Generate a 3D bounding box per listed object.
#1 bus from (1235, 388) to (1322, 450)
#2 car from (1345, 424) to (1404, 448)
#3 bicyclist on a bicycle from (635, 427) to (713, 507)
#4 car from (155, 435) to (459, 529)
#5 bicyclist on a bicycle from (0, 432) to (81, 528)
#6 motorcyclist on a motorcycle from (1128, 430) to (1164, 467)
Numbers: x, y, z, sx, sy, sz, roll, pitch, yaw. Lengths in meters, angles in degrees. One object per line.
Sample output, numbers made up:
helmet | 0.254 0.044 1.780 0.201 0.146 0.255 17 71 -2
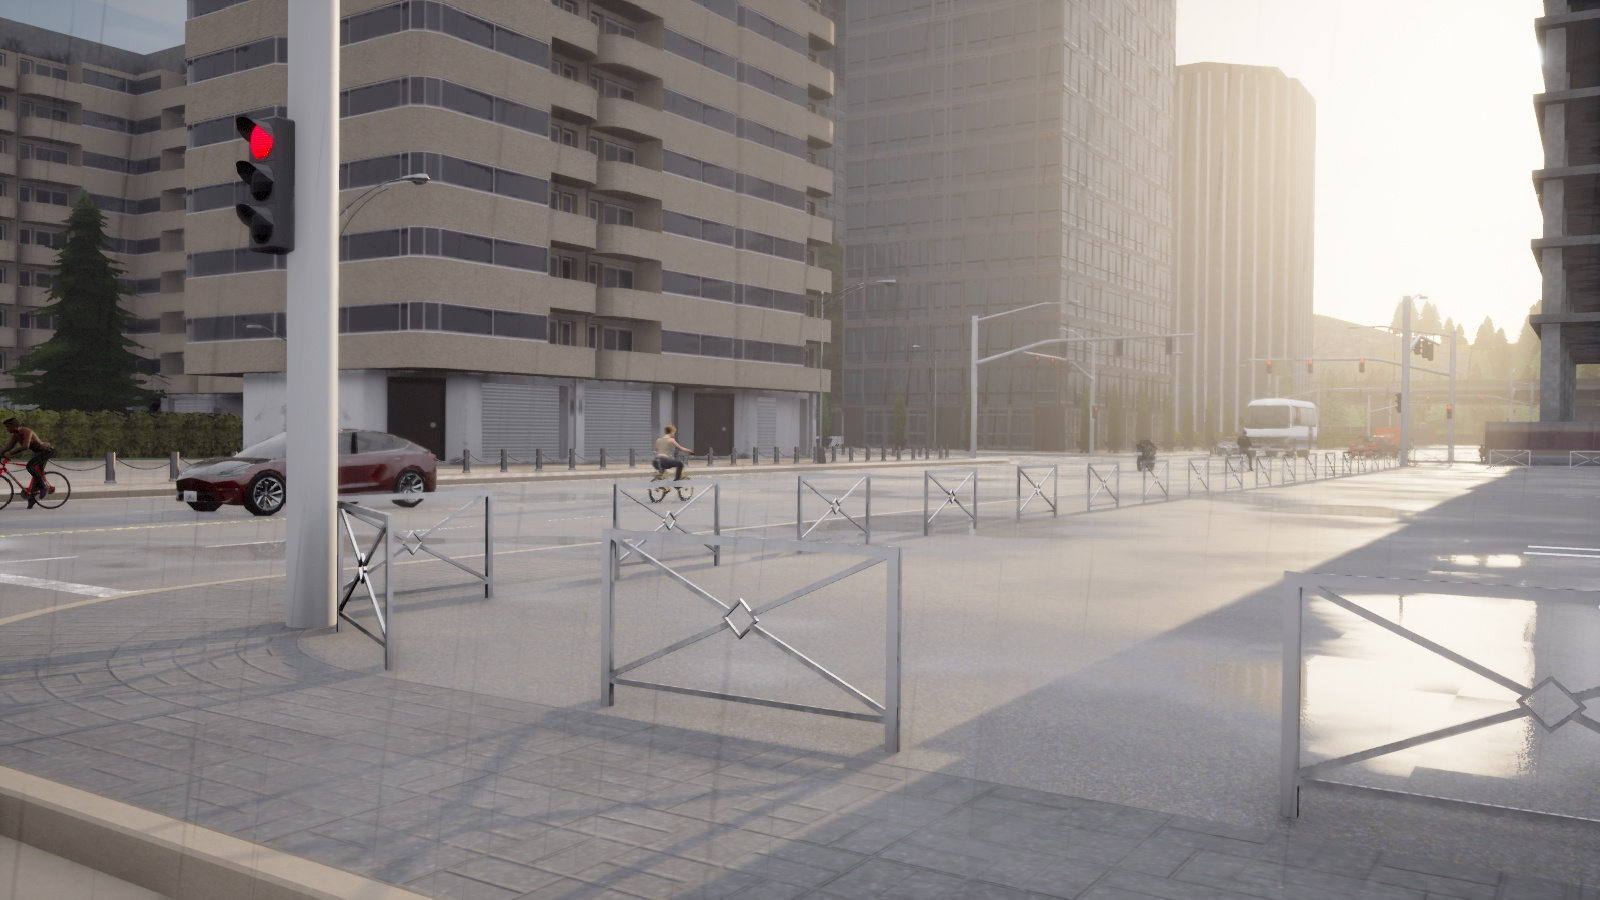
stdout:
bus | 35.063 -2.215 91.767 3.944 4.253 10.273 0 1 33
car | 40.994 -1.018 89.547 4.611 1.667 2.242 -1 1 -43
bicyclist on a bicycle | -2.613 0.334 26.180 0.866 1.612 1.509 0 1 32
car | -8.837 0.498 22.939 2.163 1.488 4.792 0 1 33
bicyclist on a bicycle | -13.599 0.507 21.982 0.582 1.620 1.656 0 1 33
motorcyclist on a motorcycle | 14.695 -0.095 53.325 0.866 1.530 2.191 0 1 33
